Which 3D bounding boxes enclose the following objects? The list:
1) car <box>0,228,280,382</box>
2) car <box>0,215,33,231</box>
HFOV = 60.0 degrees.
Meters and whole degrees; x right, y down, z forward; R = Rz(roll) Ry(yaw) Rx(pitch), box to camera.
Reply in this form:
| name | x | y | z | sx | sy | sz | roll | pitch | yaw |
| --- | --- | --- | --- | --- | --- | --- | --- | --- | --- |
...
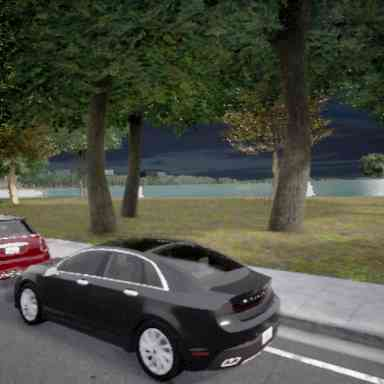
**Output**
| name | x | y | z | sx | sy | sz | roll | pitch | yaw |
| --- | --- | --- | --- | --- | --- | --- | --- | --- | --- |
| car | -1.047 | 1.521 | 5.514 | 4.892 | 1.490 | 1.837 | 0 | 0 | 36 |
| car | -5.899 | 1.391 | 8.995 | 4.553 | 1.767 | 2.097 | 0 | 0 | 36 |
